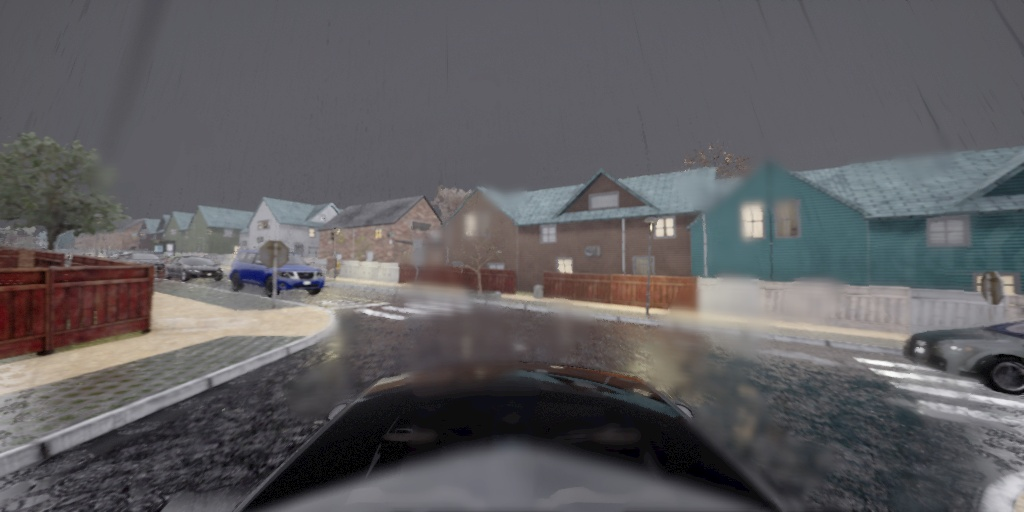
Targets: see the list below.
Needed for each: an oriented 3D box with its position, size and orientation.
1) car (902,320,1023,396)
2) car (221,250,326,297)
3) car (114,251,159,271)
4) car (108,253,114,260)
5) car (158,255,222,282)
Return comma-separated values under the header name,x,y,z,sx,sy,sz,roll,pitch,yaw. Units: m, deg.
name,x,y,z,sx,sy,sz,roll,pitch,yaw
car,10.629,1.931,6.890,4.181,1.385,1.994,2,-1,26
car,-11.469,0.771,17.431,5.566,2.045,2.150,2,-1,31
car,-28.840,0.482,28.022,5.008,1.535,1.882,2,-1,32
car,-43.885,0.158,40.579,4.674,1.442,1.812,2,-1,31
car,-20.157,0.778,22.722,4.892,1.490,1.837,2,-1,32
